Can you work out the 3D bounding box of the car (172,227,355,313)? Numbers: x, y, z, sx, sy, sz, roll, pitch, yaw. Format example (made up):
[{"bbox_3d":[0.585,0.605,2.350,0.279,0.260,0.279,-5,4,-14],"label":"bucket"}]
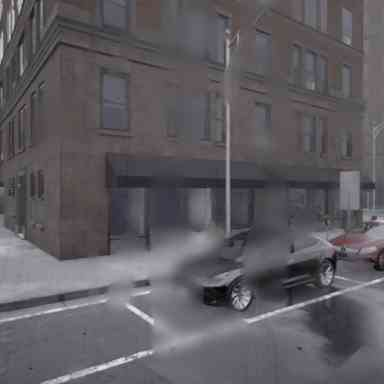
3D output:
[{"bbox_3d":[1.600,1.576,7.674,4.313,1.339,1.947,0,0,-35],"label":"car"}]

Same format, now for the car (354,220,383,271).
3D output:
[{"bbox_3d":[6.079,1.602,10.867,4.206,1.307,1.802,0,0,-35],"label":"car"}]
